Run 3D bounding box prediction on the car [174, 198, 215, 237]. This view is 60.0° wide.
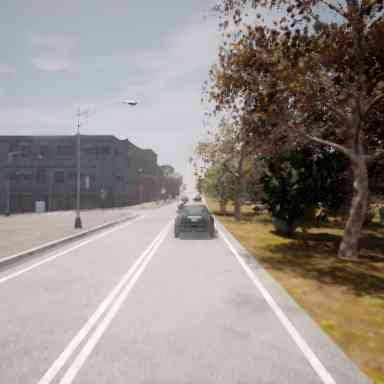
[{"bbox_3d":[0.132,1.439,18.875,2.097,1.767,4.553,0,0,0],"label":"car"}]

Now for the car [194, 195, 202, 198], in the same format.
[{"bbox_3d":[1.528,1.773,86.290,1.837,1.490,4.892,0,0,2],"label":"car"}]

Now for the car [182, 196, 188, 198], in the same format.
[{"bbox_3d":[-1.794,1.783,84.126,1.837,1.490,4.892,0,0,2],"label":"car"}]
